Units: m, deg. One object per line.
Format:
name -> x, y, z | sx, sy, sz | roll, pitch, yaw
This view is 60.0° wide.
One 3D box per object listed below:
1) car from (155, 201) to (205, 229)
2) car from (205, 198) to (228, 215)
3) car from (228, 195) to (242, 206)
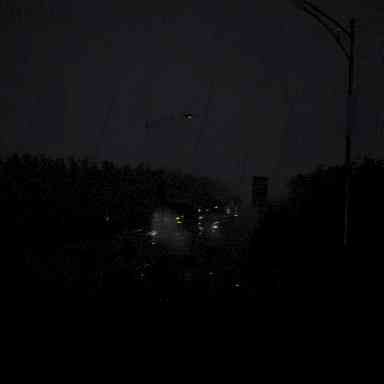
car -> -0.758, 1.329, 20.534 | 1.837, 1.490, 4.892 | 1, 1, 14
car -> 1.912, 1.314, 31.119 | 1.812, 1.442, 4.674 | 1, 0, 14
car -> 6.058, 1.220, 47.420 | 2.128, 1.511, 4.902 | 1, 0, 15
